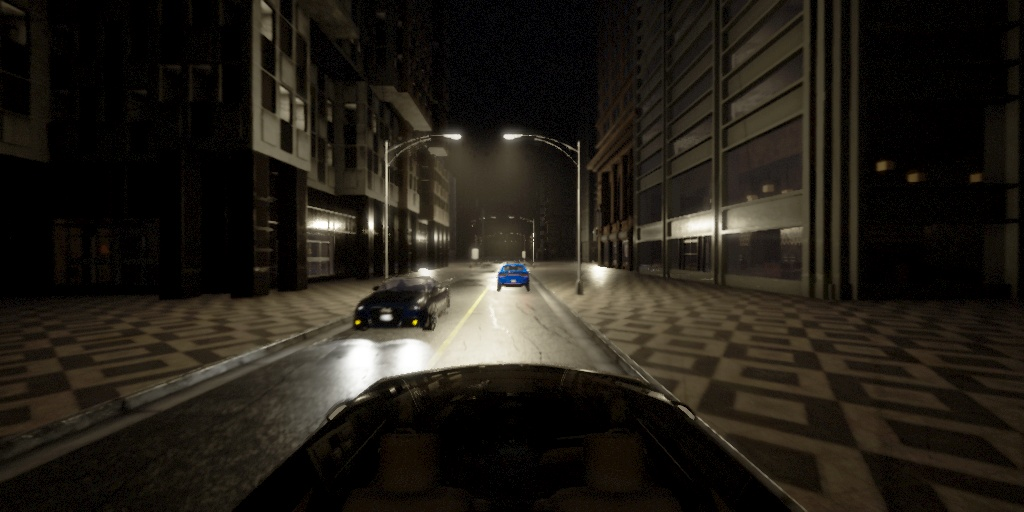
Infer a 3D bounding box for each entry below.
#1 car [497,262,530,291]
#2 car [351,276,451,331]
[{"bbox_3d":[0.091,1.235,22.204,1.882,1.535,5.008,0,0,0],"label":"car"},{"bbox_3d":[-3.088,1.317,10.802,1.994,1.385,4.181,0,0,0],"label":"car"}]
